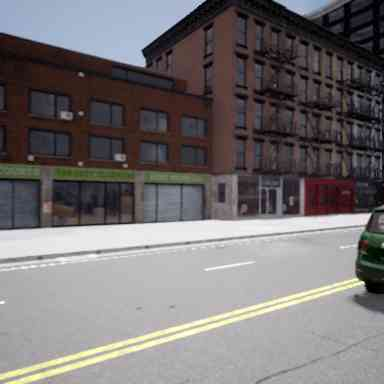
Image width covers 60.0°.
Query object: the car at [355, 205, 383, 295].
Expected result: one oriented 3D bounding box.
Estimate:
[{"bbox_3d":[6.043,1.298,7.739,5.566,2.045,2.150,1,0,-35],"label":"car"}]
